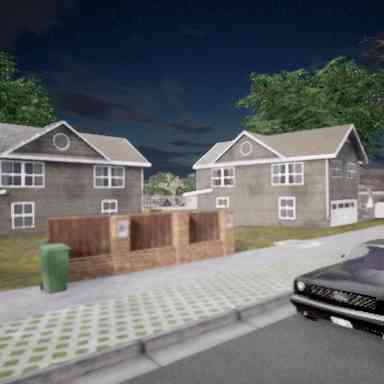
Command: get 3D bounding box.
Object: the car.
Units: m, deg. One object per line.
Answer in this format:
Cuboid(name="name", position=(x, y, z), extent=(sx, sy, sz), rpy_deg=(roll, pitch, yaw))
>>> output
Cuboid(name="car", position=(3.923, 1.662, 6.449), extent=(4.718, 1.301, 1.895), rpy_deg=(0, -1, -41))
